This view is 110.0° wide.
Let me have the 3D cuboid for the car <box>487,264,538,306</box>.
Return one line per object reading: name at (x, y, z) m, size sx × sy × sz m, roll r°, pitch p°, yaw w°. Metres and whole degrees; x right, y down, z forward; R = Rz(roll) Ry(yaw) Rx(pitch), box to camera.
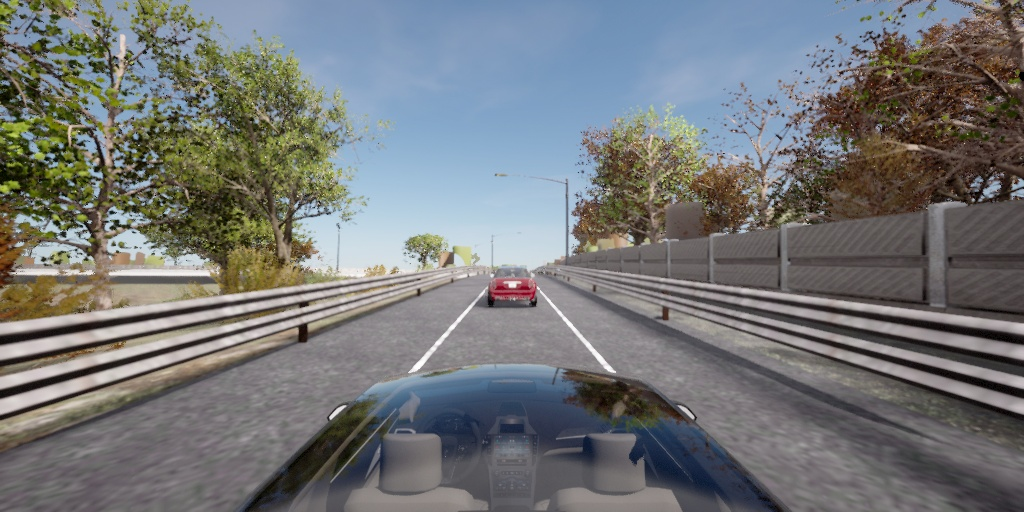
car at (0.023, 1.246, 16.718) m, size 2.097 × 1.767 × 4.553 m, roll 0°, pitch -1°, yaw 0°
